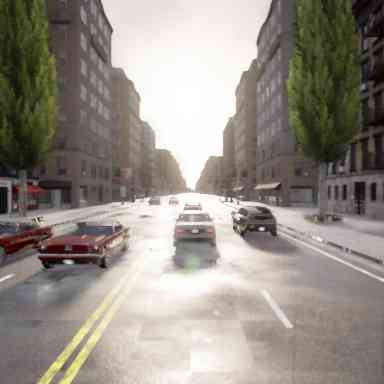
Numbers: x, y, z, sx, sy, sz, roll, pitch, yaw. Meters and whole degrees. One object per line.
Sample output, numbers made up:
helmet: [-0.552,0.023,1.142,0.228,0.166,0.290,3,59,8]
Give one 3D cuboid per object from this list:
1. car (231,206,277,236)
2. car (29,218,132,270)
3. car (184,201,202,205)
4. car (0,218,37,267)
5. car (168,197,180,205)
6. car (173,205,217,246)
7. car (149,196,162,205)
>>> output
car: [3.354,1.514,18.384,1.837,1.490,4.892,0,0,0]
car: [-3.347,1.606,11.245,1.895,1.301,4.718,0,0,0]
car: [0.108,1.616,33.896,1.895,1.301,4.718,0,0,0]
car: [-6.597,1.606,11.394,1.895,1.301,4.718,0,0,0]
car: [-3.238,1.546,59.324,1.812,1.442,4.674,0,0,0]
car: [0.099,1.555,15.270,2.033,1.411,5.357,0,0,0]
car: [-6.489,1.498,59.232,1.882,1.535,5.008,0,0,0]
